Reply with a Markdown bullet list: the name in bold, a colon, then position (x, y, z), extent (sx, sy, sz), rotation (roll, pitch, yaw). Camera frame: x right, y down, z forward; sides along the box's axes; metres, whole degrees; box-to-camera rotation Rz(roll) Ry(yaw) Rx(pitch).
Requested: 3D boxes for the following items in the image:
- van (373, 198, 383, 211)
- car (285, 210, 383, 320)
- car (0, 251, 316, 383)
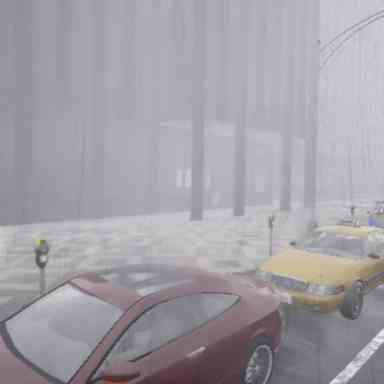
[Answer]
- **van**: position (7.224, 1.042, 11.059), extent (1.690, 1.788, 3.998), rotation (3, 3, 45)
- **car**: position (3.145, 1.307, 6.969), extent (1.752, 1.417, 4.829), rotation (3, 3, 45)
- **car**: position (-0.692, 1.439, 3.115), extent (1.802, 1.307, 4.206), rotation (3, 3, 45)
